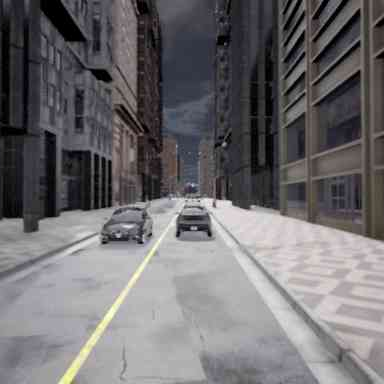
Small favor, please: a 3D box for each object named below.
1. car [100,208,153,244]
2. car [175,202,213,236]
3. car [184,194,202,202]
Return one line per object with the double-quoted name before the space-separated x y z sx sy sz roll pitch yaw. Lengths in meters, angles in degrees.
"car" -3.004 1.561 16.022 1.837 1.490 4.892 0 0 0
"car" 0.095 1.529 18.668 1.837 1.490 4.892 0 0 0
"car" 0.089 1.322 44.621 2.150 2.045 5.566 0 0 0
